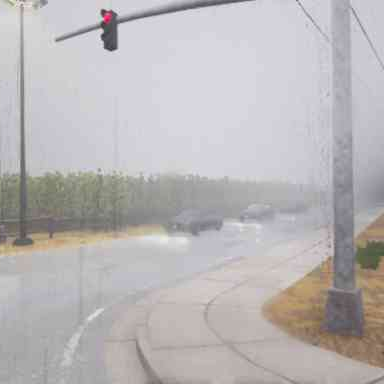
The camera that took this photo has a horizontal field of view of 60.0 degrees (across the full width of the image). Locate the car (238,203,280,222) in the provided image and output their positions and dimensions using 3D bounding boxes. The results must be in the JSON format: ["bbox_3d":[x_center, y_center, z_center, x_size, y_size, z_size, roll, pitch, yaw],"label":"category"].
[{"bbox_3d":[5.572,1.705,28.113,1.812,1.442,4.674,-1,0,33],"label":"car"}]

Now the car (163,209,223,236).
[{"bbox_3d":[0.151,1.737,19.828,1.994,1.385,4.181,-1,0,33],"label":"car"}]

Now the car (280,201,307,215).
[{"bbox_3d":[11.265,1.734,36.852,2.033,1.411,5.357,-1,0,33],"label":"car"}]
